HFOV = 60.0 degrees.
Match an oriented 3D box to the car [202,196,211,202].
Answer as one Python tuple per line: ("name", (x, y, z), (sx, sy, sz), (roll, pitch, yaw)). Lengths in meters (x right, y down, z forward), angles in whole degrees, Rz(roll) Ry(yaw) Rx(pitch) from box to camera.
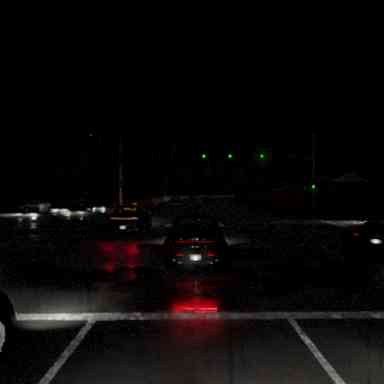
("car", (3.499, 1.606, 79.990), (1.895, 1.301, 4.718), (0, 0, 0))

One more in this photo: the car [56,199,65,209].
("car", (-17.575, 1.636, 46.500), (1.994, 1.385, 4.181), (0, 0, 0))

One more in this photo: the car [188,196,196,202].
("car", (-0.001, 1.662, 80.373), (2.033, 1.411, 5.357), (0, 0, 0))

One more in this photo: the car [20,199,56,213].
("car", (-17.594, 1.585, 37.750), (1.812, 1.442, 4.674), (0, 0, 0))

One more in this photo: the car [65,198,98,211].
("car", (-14.089, 1.545, 42.640), (1.882, 1.535, 5.008), (0, 0, 0))

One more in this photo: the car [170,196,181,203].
("car", (-3.501, 1.702, 69.827), (1.895, 1.301, 4.718), (0, 0, 0))

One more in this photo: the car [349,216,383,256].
("car", (7.455, 1.589, 12.292), (4.181, 1.385, 1.994), (0, -1, -45))

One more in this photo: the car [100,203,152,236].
("car", (-3.400, 1.525, 18.729), (2.128, 1.511, 4.902), (0, 0, 0))

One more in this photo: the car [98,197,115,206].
("car", (-14.041, 1.682, 52.450), (1.895, 1.301, 4.718), (0, 0, 0))

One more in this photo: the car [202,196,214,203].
("car", (3.499, 1.570, 69.540), (1.882, 1.535, 5.008), (0, 0, 0))

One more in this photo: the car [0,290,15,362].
("car", (-3.400, 1.511, 2.732), (1.837, 1.490, 4.892), (0, 0, 0))

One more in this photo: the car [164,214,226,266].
("car", (0.098, 1.530, 11.555), (1.837, 1.490, 4.892), (0, 0, 0))

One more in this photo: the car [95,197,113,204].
("car", (-17.501, 1.644, 66.345), (2.033, 1.411, 5.357), (0, 0, 0))

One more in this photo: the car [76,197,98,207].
("car", (-17.513, 1.633, 55.760), (2.033, 1.411, 5.357), (0, 0, 0))

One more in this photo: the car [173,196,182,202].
("car", (-3.501, 1.661, 79.956), (2.033, 1.411, 5.357), (0, 0, 0))

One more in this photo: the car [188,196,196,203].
("car", (-0.001, 1.608, 70.177), (1.837, 1.490, 4.892), (0, 0, 0))

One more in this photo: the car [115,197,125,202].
("car", (-14.001, 1.644, 63.112), (2.033, 1.411, 5.357), (0, 0, 0))
